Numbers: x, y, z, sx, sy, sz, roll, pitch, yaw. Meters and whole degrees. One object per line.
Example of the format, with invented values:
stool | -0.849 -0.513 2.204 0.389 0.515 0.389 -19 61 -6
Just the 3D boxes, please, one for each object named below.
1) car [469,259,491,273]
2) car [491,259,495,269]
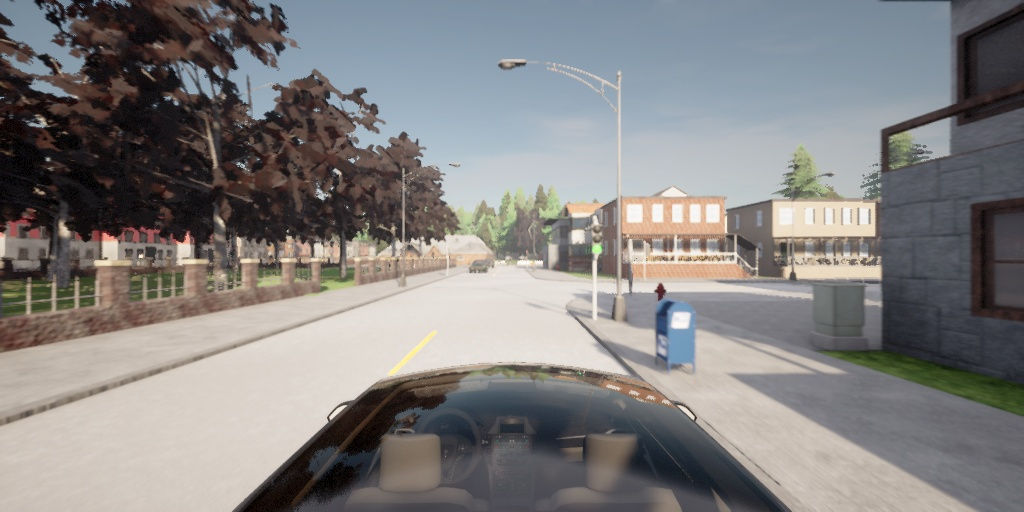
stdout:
car | -4.056 1.198 44.192 2.097 1.767 4.553 0 0 0
car | -3.980 1.247 60.165 2.097 1.767 4.553 0 0 0
